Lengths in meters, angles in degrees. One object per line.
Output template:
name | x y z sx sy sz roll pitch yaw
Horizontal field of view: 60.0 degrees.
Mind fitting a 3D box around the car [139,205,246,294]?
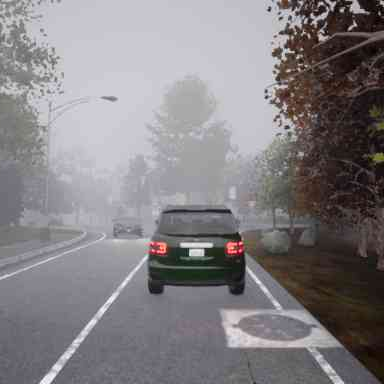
car | 0.114 1.362 9.233 2.150 2.045 5.566 0 -2 0

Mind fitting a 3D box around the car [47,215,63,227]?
car | -18.394 3.900 44.565 1.837 1.490 4.892 0 -4 -19

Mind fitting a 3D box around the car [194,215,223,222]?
car | 3.221 5.256 65.982 5.357 1.411 2.033 -1 -4 22

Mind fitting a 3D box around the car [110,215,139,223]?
car | -12.941 5.187 63.933 5.008 1.535 1.882 2 -5 -34

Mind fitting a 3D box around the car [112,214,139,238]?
car | -4.305 2.261 22.660 1.837 1.490 4.892 2 -4 -11

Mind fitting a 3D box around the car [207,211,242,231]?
car | 3.187 2.761 31.640 2.097 1.767 4.553 -2 -5 22
